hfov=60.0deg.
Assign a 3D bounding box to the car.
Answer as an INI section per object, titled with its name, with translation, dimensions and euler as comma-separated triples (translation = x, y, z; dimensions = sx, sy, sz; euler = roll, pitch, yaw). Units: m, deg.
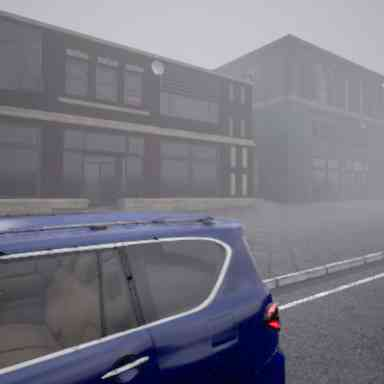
[car]
translation = -1.795, 1.224, 2.093
dimensions = 5.566, 2.045, 2.150
euler = -1, 0, -36
